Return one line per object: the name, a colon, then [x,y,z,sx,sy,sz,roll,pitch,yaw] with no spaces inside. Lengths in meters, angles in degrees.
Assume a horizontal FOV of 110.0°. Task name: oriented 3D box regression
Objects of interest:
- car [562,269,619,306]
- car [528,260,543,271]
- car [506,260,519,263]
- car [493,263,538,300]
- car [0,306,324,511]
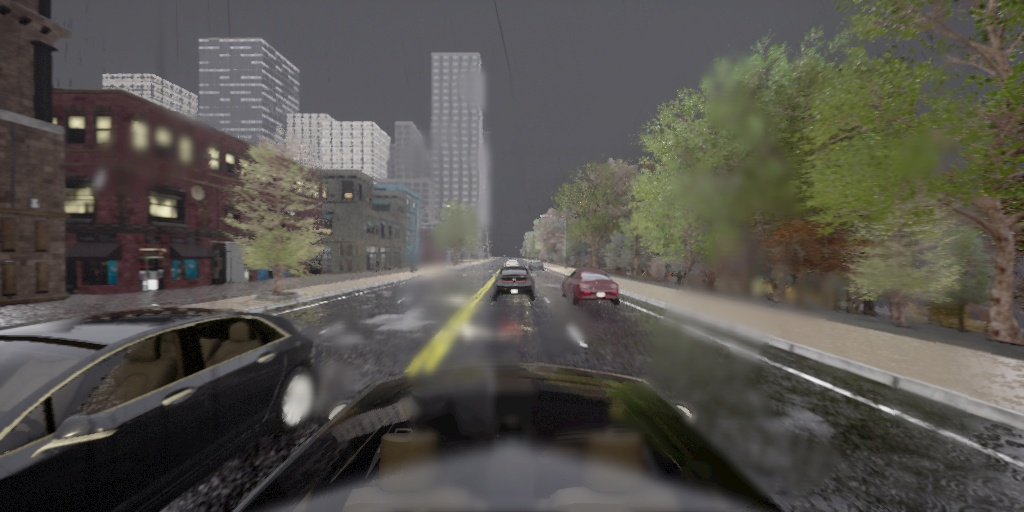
car: [3.349,1.283,15.812,1.812,1.442,4.674,0,0,0]
car: [3.350,1.258,50.397,2.128,1.511,4.902,0,0,0]
car: [0.098,1.293,52.142,1.812,1.442,4.674,0,0,0]
car: [0.099,1.263,17.866,1.837,1.490,4.892,0,0,0]
car: [-3.351,1.256,2.719,1.837,1.490,4.892,0,0,0]
